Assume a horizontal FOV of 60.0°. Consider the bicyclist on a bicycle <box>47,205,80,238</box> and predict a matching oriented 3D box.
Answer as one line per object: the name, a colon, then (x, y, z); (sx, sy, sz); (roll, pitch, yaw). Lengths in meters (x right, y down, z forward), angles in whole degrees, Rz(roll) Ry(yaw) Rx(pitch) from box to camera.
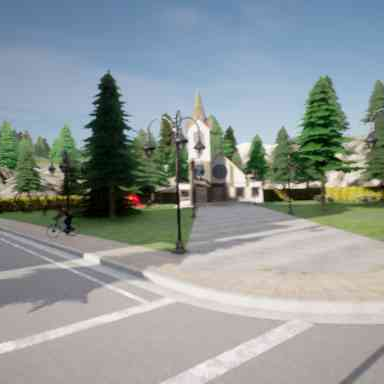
bicyclist on a bicycle: (-6.410, 1.441, 16.572); (1.656, 1.620, 0.582); (-2, 1, -40)
